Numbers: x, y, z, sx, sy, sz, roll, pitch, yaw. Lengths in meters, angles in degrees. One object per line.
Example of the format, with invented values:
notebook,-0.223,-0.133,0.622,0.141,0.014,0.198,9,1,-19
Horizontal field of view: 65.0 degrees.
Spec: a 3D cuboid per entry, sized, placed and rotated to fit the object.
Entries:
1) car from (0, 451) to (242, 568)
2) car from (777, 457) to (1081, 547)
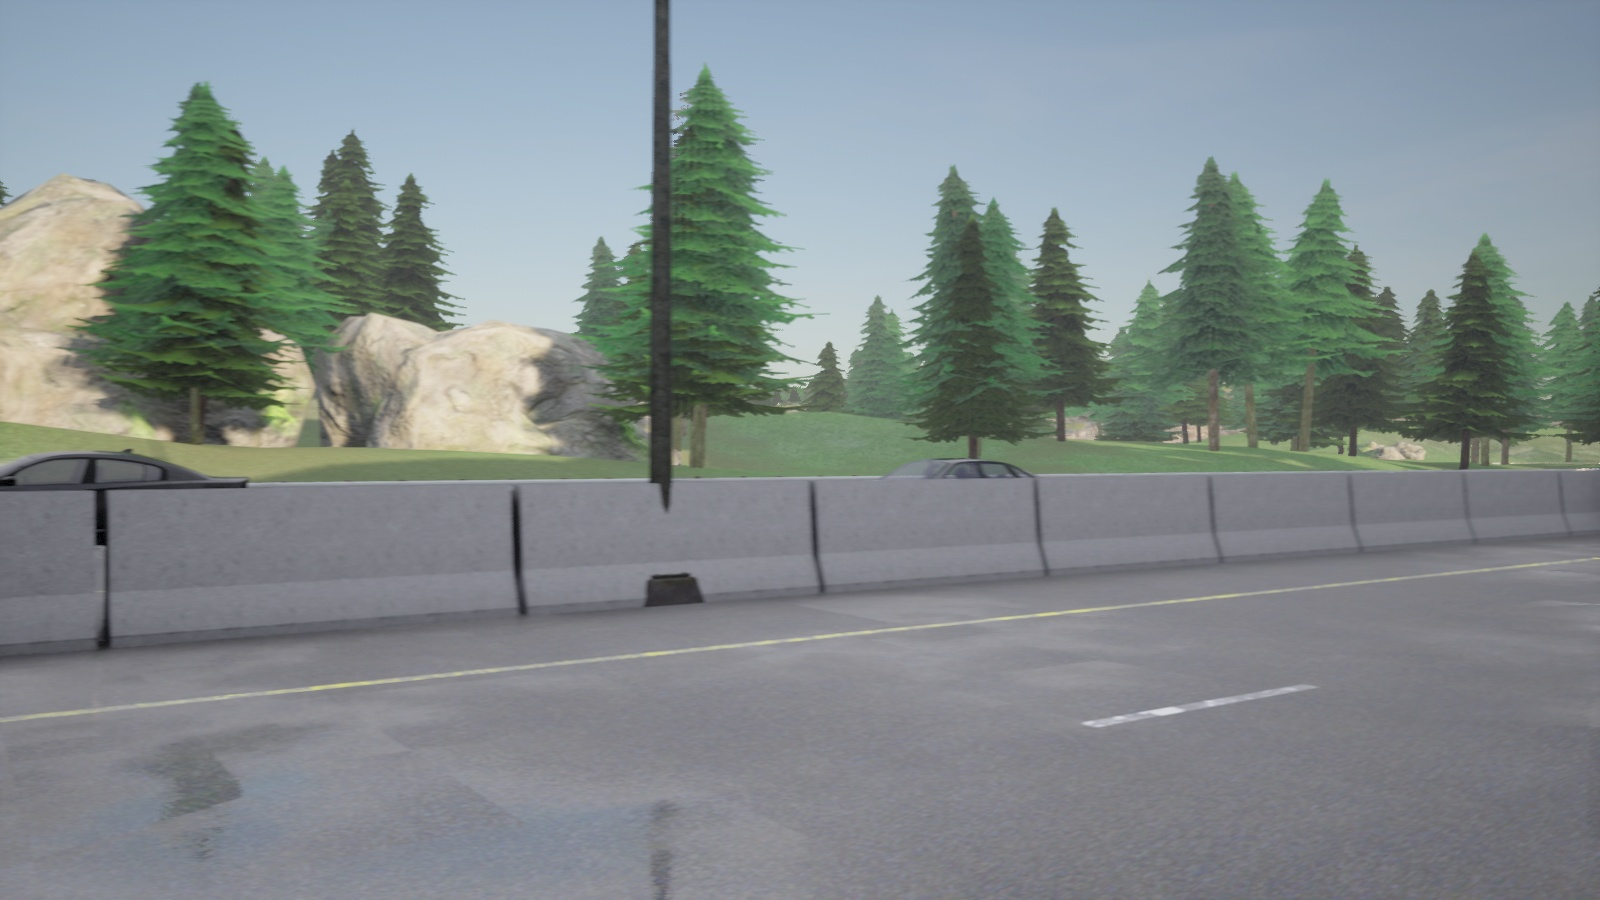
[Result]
car,-10.678,0.788,17.548,5.008,1.535,1.882,0,0,-35
car,2.386,0.842,22.377,5.357,1.411,2.033,0,0,-35
